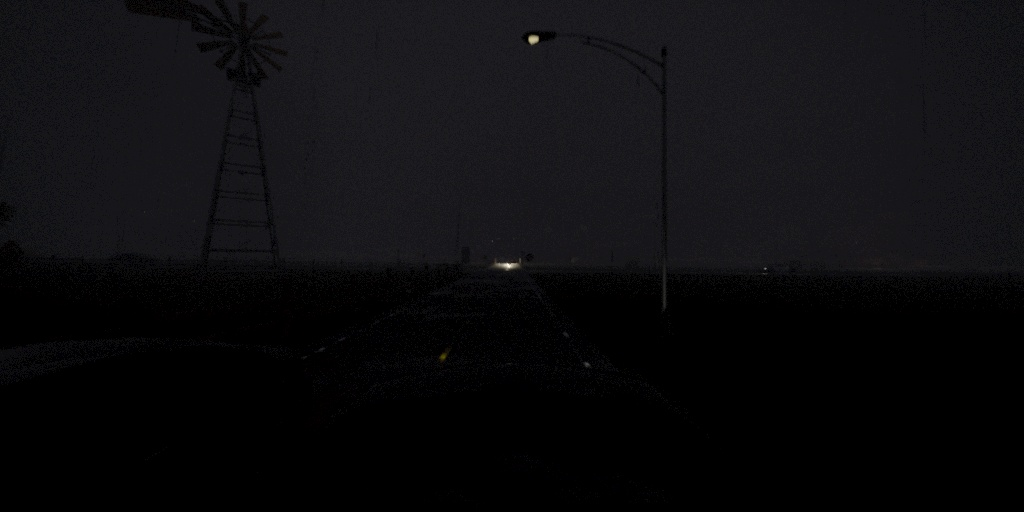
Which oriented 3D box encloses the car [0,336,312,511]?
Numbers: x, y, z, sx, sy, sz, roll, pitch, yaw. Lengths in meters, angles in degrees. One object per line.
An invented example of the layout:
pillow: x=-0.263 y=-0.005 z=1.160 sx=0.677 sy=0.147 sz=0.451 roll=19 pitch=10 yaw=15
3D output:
car: x=-2.850 y=1.276 z=1.712 sx=1.812 sy=1.442 sz=4.674 roll=0 pitch=0 yaw=0
